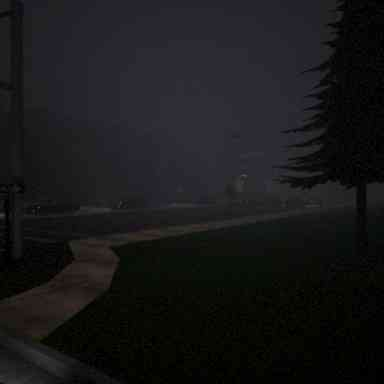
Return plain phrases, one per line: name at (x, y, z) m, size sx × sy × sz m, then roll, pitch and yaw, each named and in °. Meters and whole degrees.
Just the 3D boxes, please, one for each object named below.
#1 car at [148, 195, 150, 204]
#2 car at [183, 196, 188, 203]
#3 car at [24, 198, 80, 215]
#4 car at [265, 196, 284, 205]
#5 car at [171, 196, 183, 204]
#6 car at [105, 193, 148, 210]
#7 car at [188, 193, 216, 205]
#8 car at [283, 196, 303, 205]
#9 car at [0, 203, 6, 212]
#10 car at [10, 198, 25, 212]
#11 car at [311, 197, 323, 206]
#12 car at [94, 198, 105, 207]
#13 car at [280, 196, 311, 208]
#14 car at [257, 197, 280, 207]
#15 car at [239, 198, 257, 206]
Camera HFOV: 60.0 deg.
car at (-8.310, 1.148, 47.092) m, size 2.150 × 2.045 × 5.566 m, roll 0°, pitch 0°, yaw 36°
car at (1.313, 1.154, 60.731) m, size 2.150 × 2.045 × 5.566 m, roll 0°, pitch 0°, yaw 35°
car at (-13.717, 1.537, 33.255) m, size 1.895 × 1.301 × 4.718 m, roll 0°, pitch 0°, yaw 35°
car at (14.873, 1.516, 60.040) m, size 1.994 × 1.385 × 4.181 m, roll 0°, pitch 0°, yaw 35°
car at (-1.588, 1.468, 62.693) m, size 2.033 × 1.411 × 5.357 m, roll 0°, pitch 0°, yaw 35°
car at (-8.067, 1.288, 41.337) m, size 2.097 × 1.767 × 4.553 m, roll 0°, pitch 0°, yaw 35°
car at (2.103, 1.427, 55.812) m, size 2.128 × 1.511 × 4.902 m, roll 0°, pitch 0°, yaw 35°
car at (17.757, 1.437, 58.056) m, size 1.882 × 1.535 × 5.008 m, roll 0°, pitch 0°, yaw 35°
car at (-19.465, 1.447, 37.245) m, size 1.812 × 1.442 × 4.674 m, roll 0°, pitch 0°, yaw 35°
car at (-16.264, 1.406, 35.714) m, size 1.882 × 1.535 × 5.008 m, roll 0°, pitch 0°, yaw 35°
car at (20.618, 1.531, 56.040) m, size 1.994 × 1.385 × 4.181 m, roll 0°, pitch 0°, yaw 35°
car at (-11.813, 1.399, 48.183) m, size 1.882 × 1.535 × 5.008 m, roll 0°, pitch 0°, yaw 35°
car at (14.829, 1.459, 47.665) m, size 2.128 × 1.511 × 4.902 m, roll 0°, pitch 0°, yaw 35°
car at (11.979, 1.437, 49.698) m, size 1.882 × 1.535 × 5.008 m, roll 0°, pitch 0°, yaw 35°
car at (9.139, 1.553, 51.744) m, size 1.895 × 1.301 × 4.718 m, roll 0°, pitch 0°, yaw 36°
